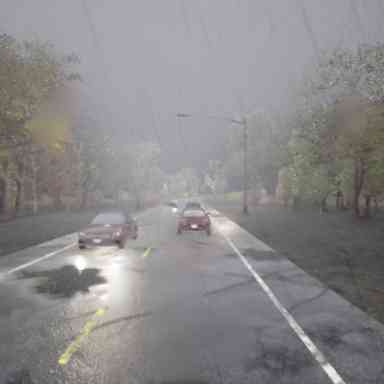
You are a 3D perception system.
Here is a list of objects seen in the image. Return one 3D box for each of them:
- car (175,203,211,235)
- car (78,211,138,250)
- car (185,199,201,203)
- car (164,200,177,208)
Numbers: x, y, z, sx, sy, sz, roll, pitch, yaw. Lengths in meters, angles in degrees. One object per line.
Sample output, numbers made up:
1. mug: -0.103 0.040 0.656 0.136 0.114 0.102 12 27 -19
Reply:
1. car: 0.118 1.634 19.682 1.812 1.442 4.674 0 0 0
2. car: -3.582 1.609 14.932 1.812 1.442 4.674 0 0 0
3. car: 0.140 1.743 43.221 1.837 1.490 4.892 0 0 0
4. car: -3.484 1.904 54.911 1.895 1.301 4.718 0 0 1
